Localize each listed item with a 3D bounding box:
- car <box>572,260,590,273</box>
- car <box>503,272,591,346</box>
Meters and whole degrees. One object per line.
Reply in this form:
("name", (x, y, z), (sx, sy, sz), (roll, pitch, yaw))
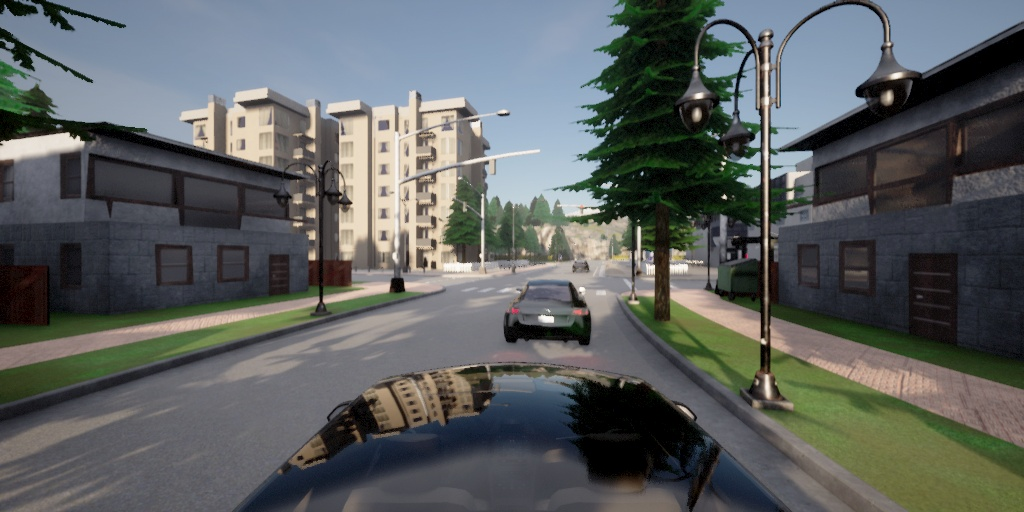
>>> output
("car", (8.345, 1.222, 43.254), (2.128, 1.511, 4.902), (0, 0, 14))
("car", (1.012, 1.304, 9.535), (1.994, 1.385, 4.181), (0, 0, 9))
